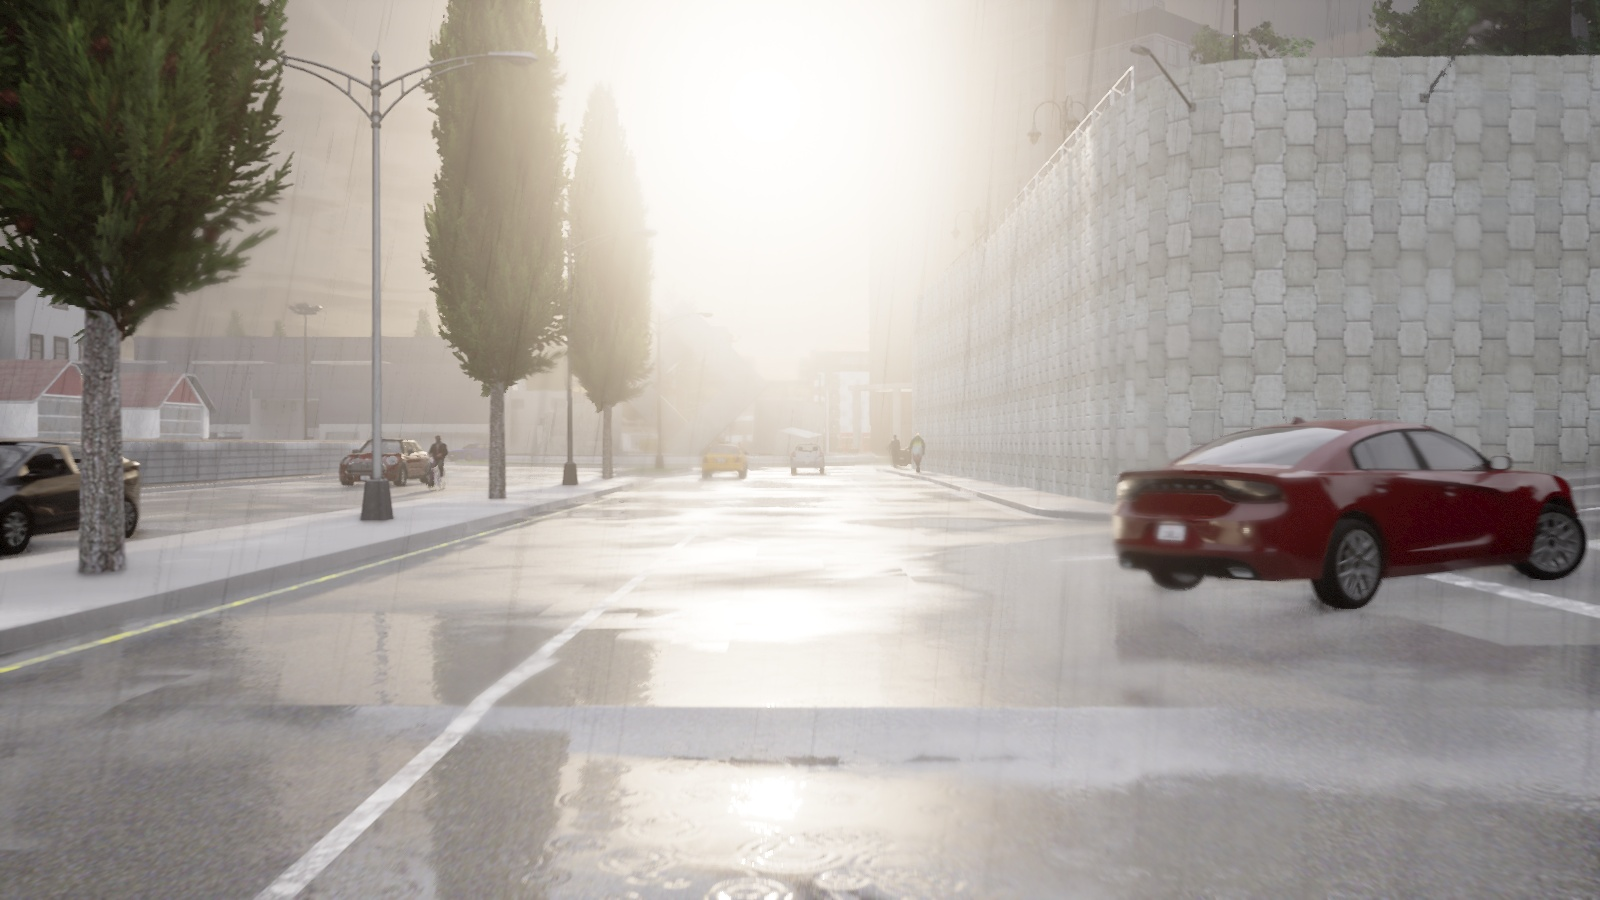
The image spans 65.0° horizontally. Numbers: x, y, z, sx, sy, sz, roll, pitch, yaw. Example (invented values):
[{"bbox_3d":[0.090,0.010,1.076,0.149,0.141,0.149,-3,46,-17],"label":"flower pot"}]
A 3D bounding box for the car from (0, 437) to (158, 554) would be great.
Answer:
[{"bbox_3d":[-11.400,0.581,18.049,2.007,1.525,4.514,0,0,0],"label":"car"}]

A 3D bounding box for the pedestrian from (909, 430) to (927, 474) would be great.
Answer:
[{"bbox_3d":[5.280,0.089,56.312,0.659,1.952,0.873,0,0,-5],"label":"pedestrian"}]

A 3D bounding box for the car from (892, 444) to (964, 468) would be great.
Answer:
[{"bbox_3d":[7.860,0.346,76.929,4.674,1.442,1.812,0,0,-44],"label":"car"}]

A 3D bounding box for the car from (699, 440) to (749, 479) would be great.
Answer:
[{"bbox_3d":[-3.226,0.377,54.206,1.801,1.575,5.366,0,0,0],"label":"car"}]

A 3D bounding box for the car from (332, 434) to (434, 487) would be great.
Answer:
[{"bbox_3d":[-14.772,0.340,44.731,2.097,1.767,4.553,0,0,0],"label":"car"}]

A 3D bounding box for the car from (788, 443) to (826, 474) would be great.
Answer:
[{"bbox_3d":[0.385,0.410,62.326,1.845,1.501,3.633,0,0,1],"label":"car"}]

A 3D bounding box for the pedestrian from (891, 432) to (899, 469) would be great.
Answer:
[{"bbox_3d":[5.120,0.026,67.493,0.423,1.949,0.788,0,0,6],"label":"pedestrian"}]

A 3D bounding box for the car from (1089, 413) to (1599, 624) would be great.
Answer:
[{"bbox_3d":[5.115,0.471,11.304,5.008,1.535,1.882,-1,0,-32],"label":"car"}]

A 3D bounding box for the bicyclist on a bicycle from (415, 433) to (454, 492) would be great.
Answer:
[{"bbox_3d":[-11.300,0.388,38.866,0.659,1.776,1.843,0,0,0],"label":"bicyclist on a bicycle"}]
